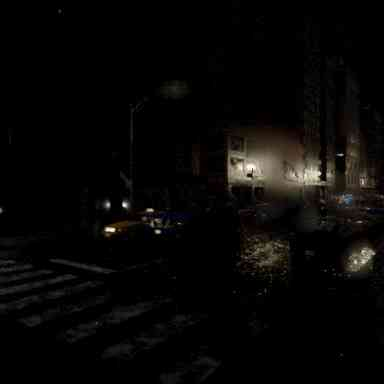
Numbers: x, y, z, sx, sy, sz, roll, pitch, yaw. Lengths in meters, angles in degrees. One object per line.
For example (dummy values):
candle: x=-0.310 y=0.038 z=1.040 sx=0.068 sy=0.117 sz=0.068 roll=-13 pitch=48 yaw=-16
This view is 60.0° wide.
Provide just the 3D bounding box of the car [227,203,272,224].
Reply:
car: x=4.534 y=1.598 z=25.739 sx=1.802 sy=1.307 sz=4.206 roll=0 pitch=0 yaw=36

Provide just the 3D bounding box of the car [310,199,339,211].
car: x=12.455 y=1.609 z=32.214 sx=1.895 sy=1.301 sz=4.718 roll=0 pitch=0 yaw=36

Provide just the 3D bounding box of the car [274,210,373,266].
car: x=4.746 y=1.562 z=11.568 sx=2.008 sy=1.369 sz=4.403 roll=0 pitch=0 yaw=36

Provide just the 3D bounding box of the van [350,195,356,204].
van: x=24.585 y=1.327 z=53.216 sx=1.690 sy=1.788 sz=3.998 roll=0 pitch=0 yaw=36

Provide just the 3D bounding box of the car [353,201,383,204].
car: x=11.529 y=1.537 z=20.862 sx=1.752 sy=1.417 sz=4.829 roll=0 pitch=0 yaw=36

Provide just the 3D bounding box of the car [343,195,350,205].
car: x=21.243 y=1.432 z=48.636 sx=1.967 sy=1.590 sz=4.097 roll=0 pitch=0 yaw=36

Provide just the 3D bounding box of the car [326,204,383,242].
car: x=8.187 y=1.537 z=16.283 sx=1.752 sy=1.417 sz=4.829 roll=0 pitch=0 yaw=36

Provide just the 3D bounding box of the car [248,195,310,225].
car: x=6.363 y=1.236 z=23.884 sx=2.150 sy=2.045 sz=5.566 roll=0 pitch=0 yaw=36

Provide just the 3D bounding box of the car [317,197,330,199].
car: x=14.559 y=1.568 z=39.477 sx=1.947 sy=1.339 sz=4.313 roll=0 pitch=0 yaw=36

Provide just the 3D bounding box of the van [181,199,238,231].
van: x=1.191 y=1.358 z=21.158 sx=1.690 sy=1.788 sz=3.998 roll=0 pitch=0 yaw=36

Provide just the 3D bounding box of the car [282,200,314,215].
car: x=11.218 y=1.574 z=34.898 sx=1.947 sy=1.339 sz=4.313 roll=0 pitch=0 yaw=36

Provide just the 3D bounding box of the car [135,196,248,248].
car: x=0.252 y=1.237 z=15.517 sx=2.150 sy=2.045 sz=5.566 roll=0 pitch=0 yaw=36

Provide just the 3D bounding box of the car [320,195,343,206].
car: x=17.902 y=1.312 z=44.057 sx=2.192 sy=1.841 sz=5.009 roll=0 pitch=0 yaw=36

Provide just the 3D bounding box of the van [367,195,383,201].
van: x=14.771 y=1.350 z=25.304 sx=1.690 sy=1.788 sz=3.998 roll=0 pitch=0 yaw=36

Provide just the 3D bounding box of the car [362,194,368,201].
car: x=31.169 y=1.499 z=62.238 sx=1.752 sy=1.417 sz=4.829 roll=0 pitch=0 yaw=36

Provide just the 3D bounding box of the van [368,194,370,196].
van: x=34.611 y=1.308 z=66.954 sx=1.690 sy=1.788 sz=3.998 roll=0 pitch=0 yaw=36

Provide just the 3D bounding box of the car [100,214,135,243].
car: x=-2.251 y=1.541 z=16.441 sx=1.752 sy=1.417 sz=4.829 roll=0 pitch=0 yaw=36

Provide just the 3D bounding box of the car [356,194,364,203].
car: x=27.927 y=1.531 z=57.796 sx=2.008 sy=1.369 sz=4.403 roll=0 pitch=0 yaw=36

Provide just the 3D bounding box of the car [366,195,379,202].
car: x=41.295 y=1.392 z=76.114 sx=1.967 sy=1.590 sz=4.097 roll=0 pitch=0 yaw=36
